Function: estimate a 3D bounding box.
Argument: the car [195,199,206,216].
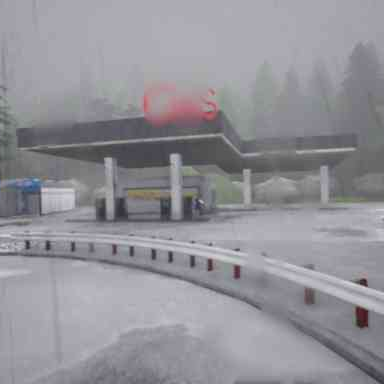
[{"bbox_3d":[-0.610,1.343,29.377,3.633,1.501,1.845,-1,0,15],"label":"car"}]
